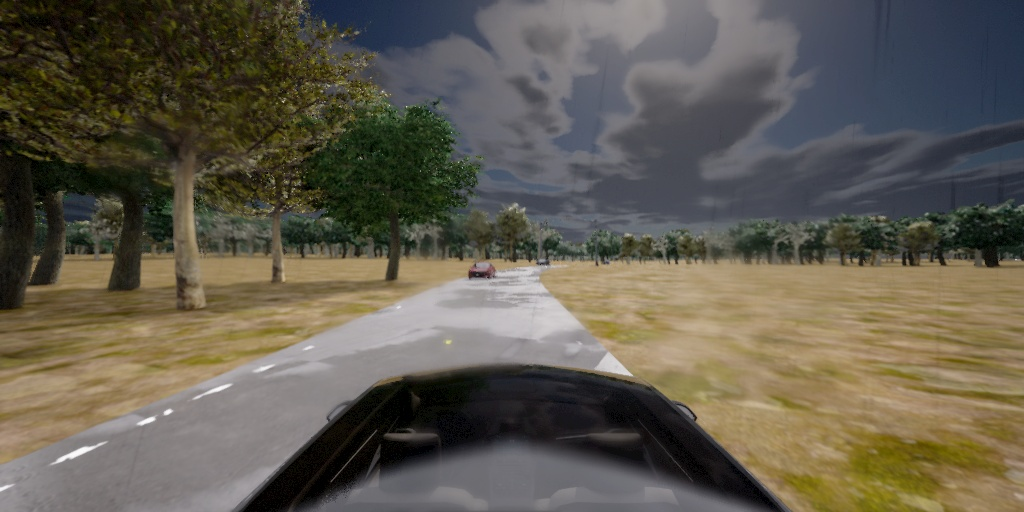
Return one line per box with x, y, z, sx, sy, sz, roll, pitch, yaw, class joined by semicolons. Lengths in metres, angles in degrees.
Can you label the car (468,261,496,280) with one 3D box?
-2.605;1.240;31.420;1.882;1.535;5.008;-1;0;4;car
